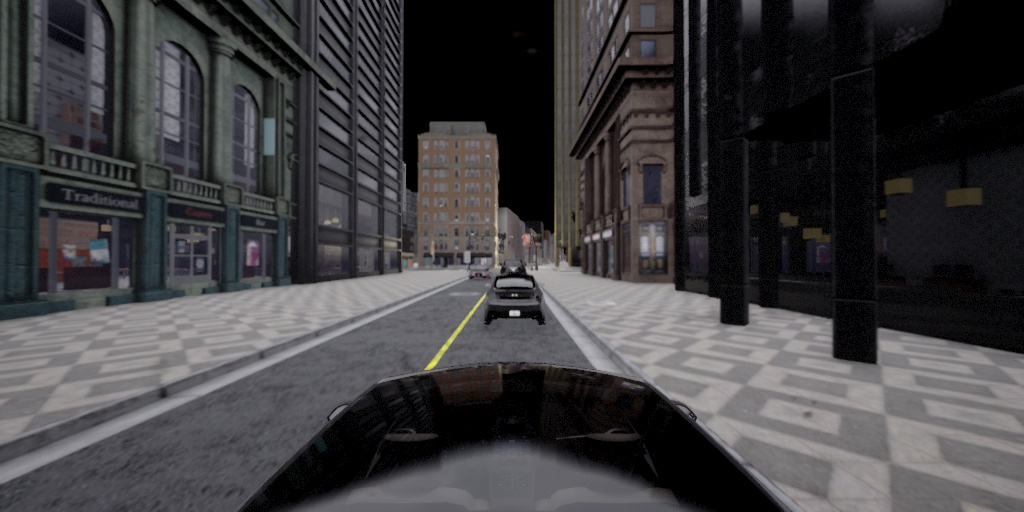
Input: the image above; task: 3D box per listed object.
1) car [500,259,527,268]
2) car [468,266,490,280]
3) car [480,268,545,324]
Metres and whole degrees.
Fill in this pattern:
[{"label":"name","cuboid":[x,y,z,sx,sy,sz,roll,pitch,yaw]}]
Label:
[{"label":"car","cuboid":[0.113,1.252,31.470,2.150,2.045,5.566,0,-1,0]},{"label":"car","cuboid":[-3.077,1.632,35.197,1.994,1.385,4.181,0,-1,0]},{"label":"car","cuboid":[0.087,1.352,12.407,1.837,1.490,4.892,0,0,0]}]
